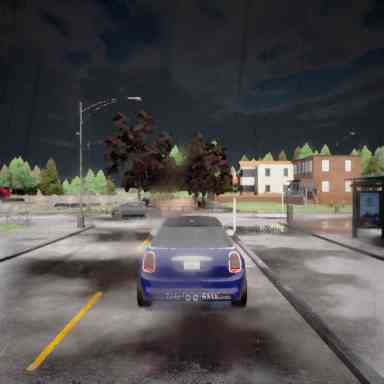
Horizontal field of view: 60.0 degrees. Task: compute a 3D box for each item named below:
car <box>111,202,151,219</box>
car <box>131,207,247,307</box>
[{"bbox_3d":[-4.709,1.564,28.385,4.181,1.385,1.994,0,0,0],"label":"car"},{"bbox_3d":[0.008,1.352,8.161,2.097,1.767,4.553,0,0,0],"label":"car"}]
